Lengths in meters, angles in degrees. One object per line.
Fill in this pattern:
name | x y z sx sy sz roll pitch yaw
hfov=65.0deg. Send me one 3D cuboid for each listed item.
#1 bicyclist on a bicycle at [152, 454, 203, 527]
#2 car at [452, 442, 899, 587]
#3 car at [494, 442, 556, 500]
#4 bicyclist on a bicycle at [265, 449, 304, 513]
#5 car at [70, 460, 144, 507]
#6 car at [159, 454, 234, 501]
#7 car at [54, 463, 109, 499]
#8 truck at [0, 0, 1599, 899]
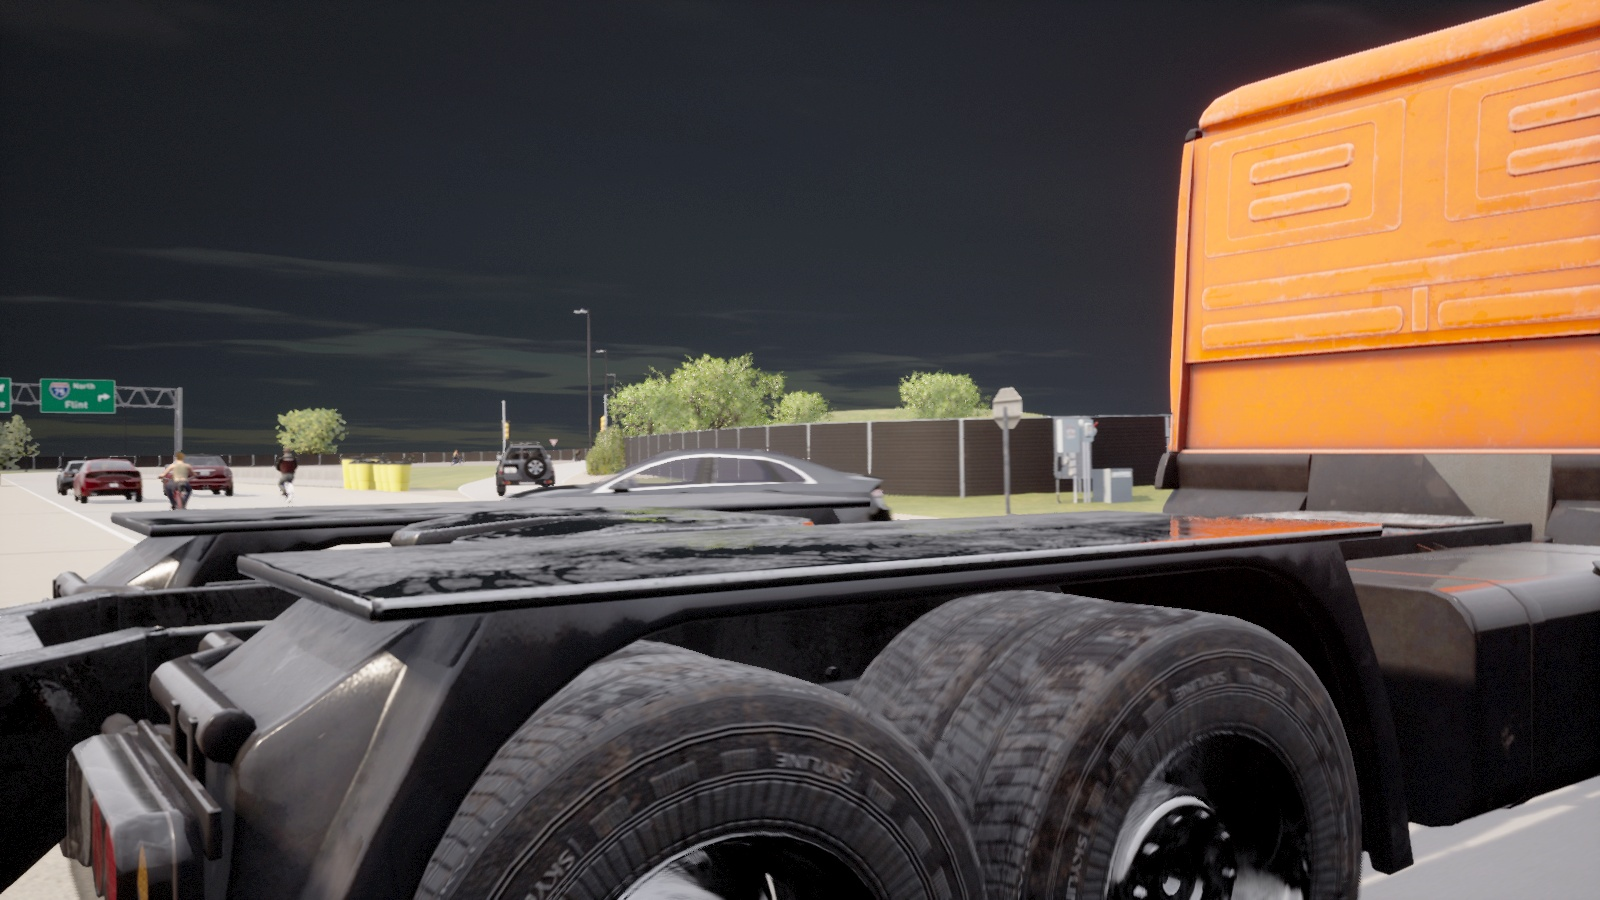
bicyclist on a bicycle | -14.417 0.918 29.063 0.866 1.612 1.509 -1 0 -33
car | -1.426 0.705 14.960 4.902 1.511 2.128 -1 0 -5
car | -9.612 0.684 43.668 1.932 1.855 4.605 -1 0 -14
bicyclist on a bicycle | -14.759 0.881 35.942 0.659 1.776 1.843 -1 0 -33
car | -24.529 1.161 44.392 1.882 1.535 5.008 -1 0 -33
car | -24.123 1.056 50.128 2.097 1.767 4.553 -1 0 -33
car | -31.323 1.332 54.685 1.816 1.474 4.193 -1 0 -33
truck | 1.286 -0.249 4.605 7.936 3.462 2.891 -1 0 -35
